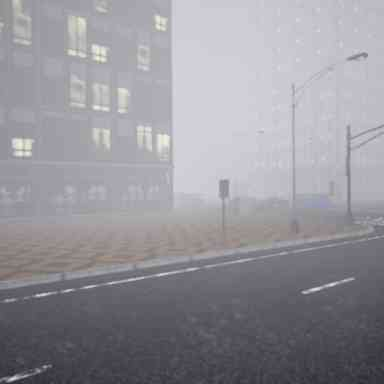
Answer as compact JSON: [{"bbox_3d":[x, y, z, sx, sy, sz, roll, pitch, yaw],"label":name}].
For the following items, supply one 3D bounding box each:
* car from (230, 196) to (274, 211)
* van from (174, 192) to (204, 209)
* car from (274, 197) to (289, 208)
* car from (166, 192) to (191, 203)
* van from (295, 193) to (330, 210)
[{"bbox_3d":[6.247,1.268,36.425,1.837,1.490,4.892,-1,1,-34],"label":"car"},{"bbox_3d":[-0.102,1.101,41.186,1.690,1.788,3.998,-1,1,-34],"label":"van"},{"bbox_3d":[9.961,1.224,41.315,1.887,1.381,4.507,-1,1,-34],"label":"car"},{"bbox_3d":[-2.480,0.886,59.644,2.192,1.841,5.009,-1,1,-34],"label":"car"},{"bbox_3d":[13.140,1.046,36.778,1.690,1.788,3.998,-1,1,-34],"label":"van"}]
